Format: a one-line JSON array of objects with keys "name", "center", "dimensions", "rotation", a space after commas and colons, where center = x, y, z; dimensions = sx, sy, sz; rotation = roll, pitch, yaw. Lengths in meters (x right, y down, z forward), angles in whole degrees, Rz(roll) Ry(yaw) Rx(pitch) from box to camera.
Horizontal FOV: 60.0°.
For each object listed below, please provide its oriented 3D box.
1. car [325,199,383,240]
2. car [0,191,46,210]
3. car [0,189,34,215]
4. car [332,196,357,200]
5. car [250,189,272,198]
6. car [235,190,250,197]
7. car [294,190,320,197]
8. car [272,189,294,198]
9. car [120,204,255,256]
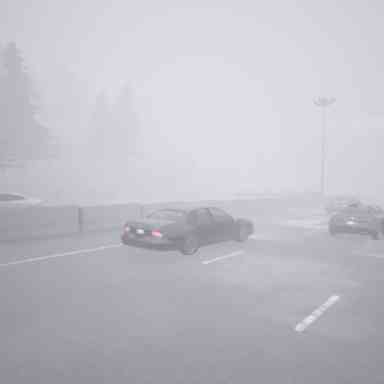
[{"name": "car", "center": [7.786, 1.228, 15.172], "dimensions": [1.994, 1.385, 4.181], "rotation": [3, 2, 39]}, {"name": "car", "center": [-9.619, 0.709, 16.286], "dimensions": [1.812, 1.442, 4.674], "rotation": [3, 2, 39]}, {"name": "car", "center": [-12.112, 0.585, 18.764], "dimensions": [2.033, 1.411, 5.357], "rotation": [3, 3, 39]}, {"name": "car", "center": [11.970, 1.015, 25.827], "dimensions": [2.033, 1.411, 5.357], "rotation": [3, 2, 39]}, {"name": "car", "center": [11.844, 0.200, 53.485], "dimensions": [1.882, 1.535, 5.008], "rotation": [3, 2, 39]}, {"name": "car", "center": [9.110, 0.244, 55.677], "dimensions": [1.895, 1.301, 4.718], "rotation": [3, 2, 39]}, {"name": "car", "center": [17.265, 0.399, 49.060], "dimensions": [1.882, 1.535, 5.008], "rotation": [3, 2, 39]}, {"name": "car", "center": [14.554, 0.303, 51.272], "dimensions": [1.812, 1.442, 4.674], "rotation": [3, 2, 39]}, {"name": "car", "center": [0.136, 1.139, 11.331], "dimensions": [2.033, 1.411, 5.357], "rotation": [3, 3, 39]}]
